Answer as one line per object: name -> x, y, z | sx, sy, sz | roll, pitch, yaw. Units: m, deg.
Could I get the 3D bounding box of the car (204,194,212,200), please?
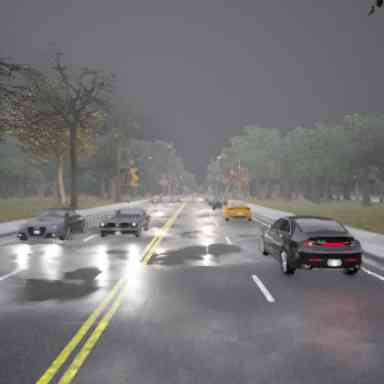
car -> 3.913, 1.205, 83.593 | 1.801, 1.575, 5.366 | 0, 0, 1

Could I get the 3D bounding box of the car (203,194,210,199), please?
car -> 4.095, 1.231, 94.393 | 1.837, 1.490, 4.892 | 0, 0, 1

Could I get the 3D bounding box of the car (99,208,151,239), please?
car -> -3.320, 1.538, 17.164 | 1.895, 1.301, 4.718 | 0, 0, 0

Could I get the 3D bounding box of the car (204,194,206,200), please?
car -> 3.609, 1.404, 61.456 | 1.895, 1.301, 4.718 | 0, 0, 1

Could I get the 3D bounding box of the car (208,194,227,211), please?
car -> 3.397, 1.216, 39.416 | 2.097, 1.767, 4.553 | 0, 0, 0

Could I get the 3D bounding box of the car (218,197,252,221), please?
car -> 3.417, 1.384, 26.119 | 1.882, 1.535, 5.008 | 0, 0, 0

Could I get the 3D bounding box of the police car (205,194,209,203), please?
police car -> 3.492, 1.338, 50.437 | 2.038, 1.542, 4.974 | 0, 0, 1

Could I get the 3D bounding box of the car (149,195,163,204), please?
car -> -6.213, 1.336, 58.446 | 1.812, 1.442, 4.674 | 0, 0, 1

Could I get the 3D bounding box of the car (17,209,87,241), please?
car -> -6.571, 1.505, 16.069 | 1.994, 1.385, 4.181 | 0, 0, 0

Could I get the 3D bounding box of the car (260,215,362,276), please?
car -> 3.359, 1.462, 10.223 | 1.837, 1.490, 4.892 | 0, -1, 0

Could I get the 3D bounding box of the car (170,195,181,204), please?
car -> -2.942, 1.333, 59.769 | 1.812, 1.442, 4.674 | 0, 0, 1
